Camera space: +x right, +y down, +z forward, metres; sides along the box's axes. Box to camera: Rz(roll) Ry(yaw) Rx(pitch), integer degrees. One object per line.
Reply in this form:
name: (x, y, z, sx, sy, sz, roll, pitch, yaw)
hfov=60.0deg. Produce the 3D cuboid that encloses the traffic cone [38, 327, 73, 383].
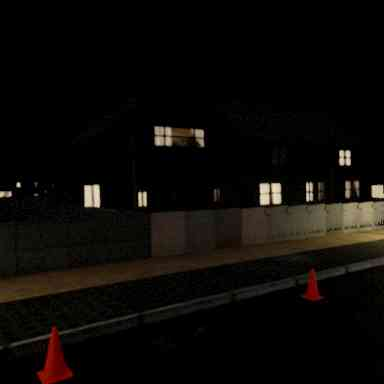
traffic cone: (-1.672, 1.947, 4.066, 0.340, 0.580, 0.340, -1, 0, -35)

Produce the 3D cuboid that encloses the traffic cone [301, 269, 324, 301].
traffic cone: (2.509, 1.901, 6.923, 0.340, 0.580, 0.340, -1, 0, -34)
